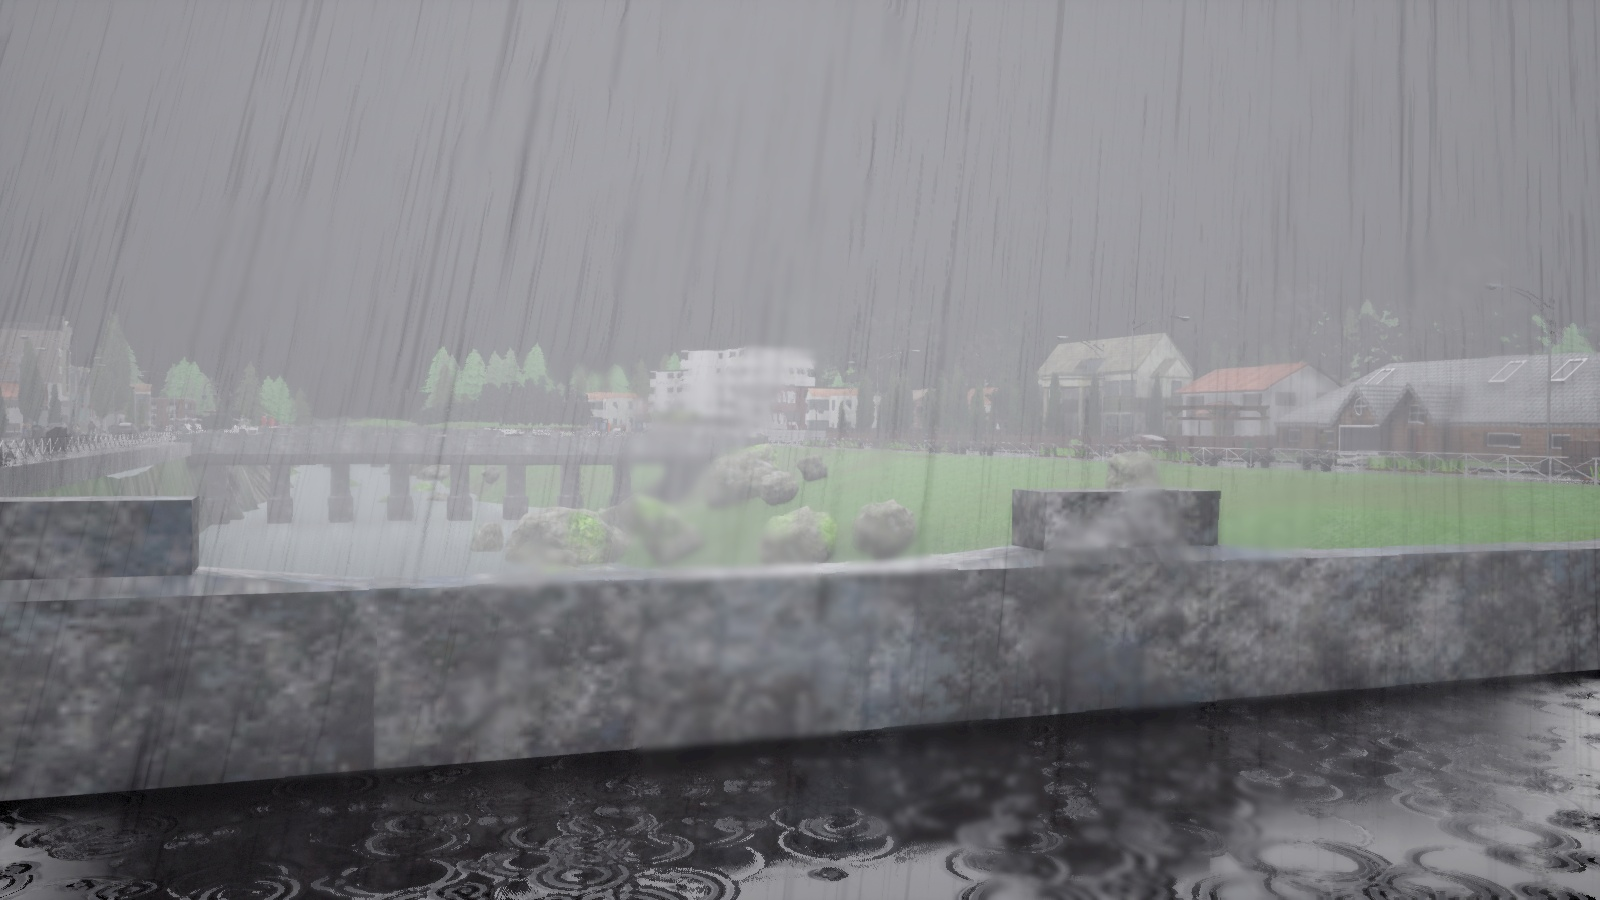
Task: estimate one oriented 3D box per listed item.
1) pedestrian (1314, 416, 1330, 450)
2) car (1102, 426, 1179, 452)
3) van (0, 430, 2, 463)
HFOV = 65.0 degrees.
[{"bbox_3d":[28.600,-0.921,68.824,0.370,1.835,0.726,-1,1,-32],"label":"pedestrian"},{"bbox_3d":[20.560,-0.683,76.011,1.882,1.535,5.008,-1,1,-21],"label":"car"},{"bbox_3d":[-49.154,-0.161,74.588,2.069,2.038,4.480,-1,1,-21],"label":"van"}]
